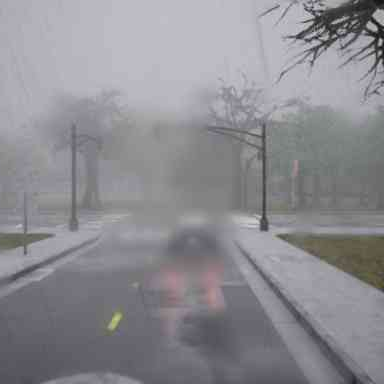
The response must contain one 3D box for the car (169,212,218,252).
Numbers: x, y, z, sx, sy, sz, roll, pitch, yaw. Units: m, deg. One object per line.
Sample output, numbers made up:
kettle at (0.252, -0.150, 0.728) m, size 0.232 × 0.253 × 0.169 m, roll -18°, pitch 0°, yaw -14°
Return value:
car at (0.057, 1.584, 14.002) m, size 1.812 × 1.442 × 4.674 m, roll 0°, pitch 0°, yaw 0°
